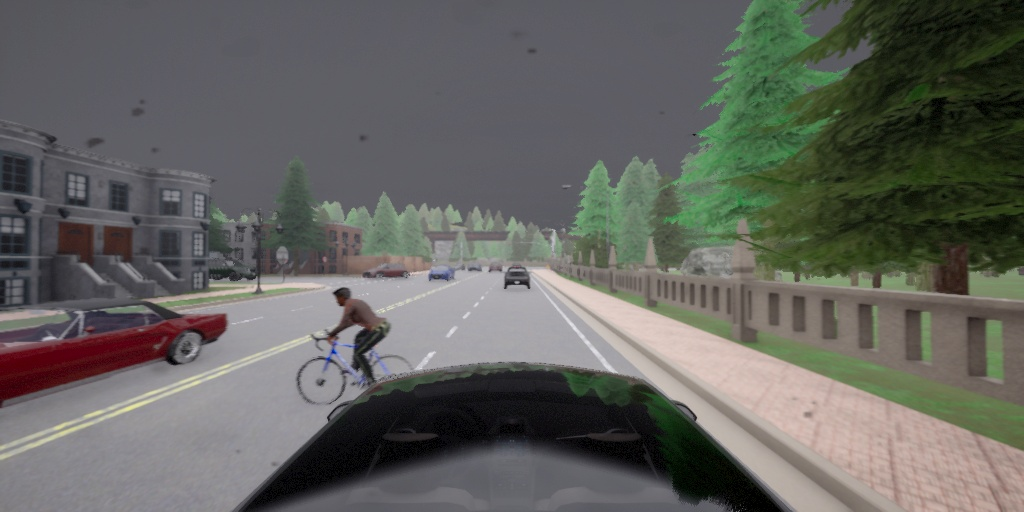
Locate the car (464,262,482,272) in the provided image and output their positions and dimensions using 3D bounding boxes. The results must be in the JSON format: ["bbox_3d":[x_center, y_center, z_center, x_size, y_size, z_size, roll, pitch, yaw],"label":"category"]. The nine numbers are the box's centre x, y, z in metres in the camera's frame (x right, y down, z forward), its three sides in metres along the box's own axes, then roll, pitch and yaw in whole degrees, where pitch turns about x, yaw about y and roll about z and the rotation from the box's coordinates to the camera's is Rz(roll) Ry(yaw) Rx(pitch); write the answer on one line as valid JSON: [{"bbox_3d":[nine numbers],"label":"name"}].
[{"bbox_3d":[-6.372,1.857,61.372,2.097,1.767,4.553,0,-1,1],"label":"car"}]

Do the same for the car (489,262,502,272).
[{"bbox_3d":[-2.722,1.855,60.961,2.097,1.767,4.553,0,-1,1],"label":"car"}]

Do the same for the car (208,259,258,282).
[{"bbox_3d":[-26.474,1.318,33.109,5.566,2.045,2.150,0,-1,3],"label":"car"}]

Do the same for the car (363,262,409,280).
[{"bbox_3d":[-13.074,1.544,37.397,2.097,1.767,4.553,-1,-1,38],"label":"car"}]

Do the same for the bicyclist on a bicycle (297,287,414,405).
[{"bbox_3d":[-2.139,1.243,4.899,1.656,1.620,0.582,-2,-1,1],"label":"bicyclist on a bicycle"}]

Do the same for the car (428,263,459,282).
[{"bbox_3d":[-6.729,1.643,34.667,1.882,1.535,5.008,0,-1,1],"label":"car"}]

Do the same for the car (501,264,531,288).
[{"bbox_3d":[0.377,1.574,26.765,1.837,1.490,4.892,0,-1,1],"label":"car"}]

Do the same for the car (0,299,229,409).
[{"bbox_3d":[-7.059,1.395,5.462,1.895,1.301,4.718,0,-1,1],"label":"car"}]
